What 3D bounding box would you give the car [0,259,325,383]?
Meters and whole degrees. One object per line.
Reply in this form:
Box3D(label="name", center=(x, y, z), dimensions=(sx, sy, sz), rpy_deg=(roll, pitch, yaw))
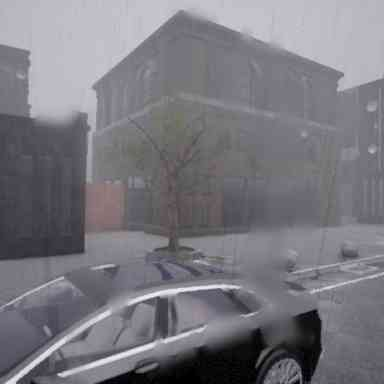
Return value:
Box3D(label="car", center=(-0.782, 1.516, 3.199), dimensions=(4.902, 1.511, 2.128), rpy_deg=(1, -1, -34))
